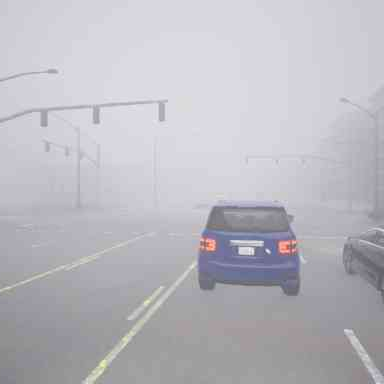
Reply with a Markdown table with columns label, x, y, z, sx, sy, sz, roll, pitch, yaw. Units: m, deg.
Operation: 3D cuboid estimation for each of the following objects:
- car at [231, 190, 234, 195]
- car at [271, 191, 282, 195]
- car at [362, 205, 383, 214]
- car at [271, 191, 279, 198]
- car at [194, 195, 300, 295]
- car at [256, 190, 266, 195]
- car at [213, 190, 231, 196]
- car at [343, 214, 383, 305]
| label | x | y | z | sx | sy | sz | roll | pitch | yaw |
| --- | --- | --- | --- | --- | --- | --- | --- | --- | --- |
| car | 7.904 | 0.661 | 72.579 | 2.150 | 2.045 | 5.566 | 0 | 1 | 11 |
| car | 19.059 | 0.707 | 74.747 | 2.097 | 1.767 | 4.553 | 0 | 1 | 11 |
| car | 14.761 | 1.591 | 23.471 | 4.718 | 1.301 | 1.895 | 0 | 0 | 13 |
| car | 21.057 | 0.609 | 84.593 | 1.837 | 1.490 | 4.892 | 0 | 1 | 11 |
| car | 1.562 | 1.221 | 9.002 | 2.150 | 2.045 | 5.566 | 0 | 0 | 11 |
| car | 15.636 | 0.904 | 75.482 | 1.994 | 1.385 | 4.181 | 0 | 1 | 11 |
| car | 5.058 | 0.905 | 58.954 | 2.150 | 2.045 | 5.566 | 0 | 1 | 12 |
| car | 4.822 | 1.492 | 7.464 | 2.128 | 1.511 | 4.902 | 0 | 0 | 11 |
